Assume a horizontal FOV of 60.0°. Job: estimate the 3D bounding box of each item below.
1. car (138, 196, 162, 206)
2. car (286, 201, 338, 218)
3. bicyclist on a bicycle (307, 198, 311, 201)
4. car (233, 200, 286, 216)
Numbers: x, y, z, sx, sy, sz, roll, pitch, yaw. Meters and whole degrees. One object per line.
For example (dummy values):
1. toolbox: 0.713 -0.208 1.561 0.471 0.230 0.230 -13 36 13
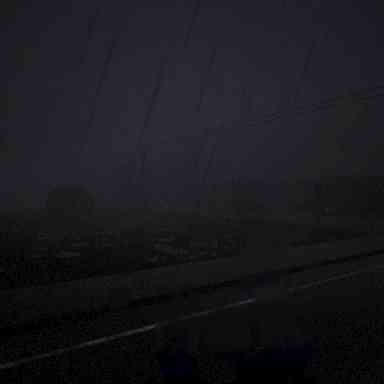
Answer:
1. car: -6.191 1.375 49.123 2.097 1.767 4.553 0 0 -33
2. car: 10.689 1.570 30.899 2.033 1.411 5.357 0 0 -35
3. bicyclist on a bicycle: 12.190 1.466 34.646 1.656 1.620 0.582 -1 1 -35
4. car: 5.924 1.515 31.241 2.128 1.511 4.902 0 0 -34
